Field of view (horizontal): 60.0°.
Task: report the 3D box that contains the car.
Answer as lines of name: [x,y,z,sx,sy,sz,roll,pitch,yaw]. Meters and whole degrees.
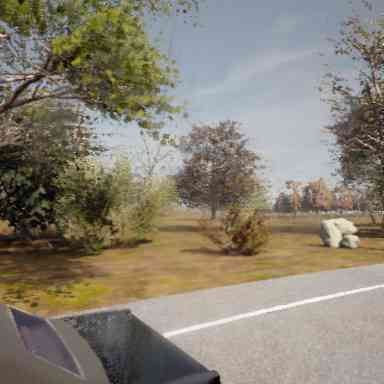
car: [-2.172,1.580,1.981,4.718,1.301,1.895,0,0,-35]
